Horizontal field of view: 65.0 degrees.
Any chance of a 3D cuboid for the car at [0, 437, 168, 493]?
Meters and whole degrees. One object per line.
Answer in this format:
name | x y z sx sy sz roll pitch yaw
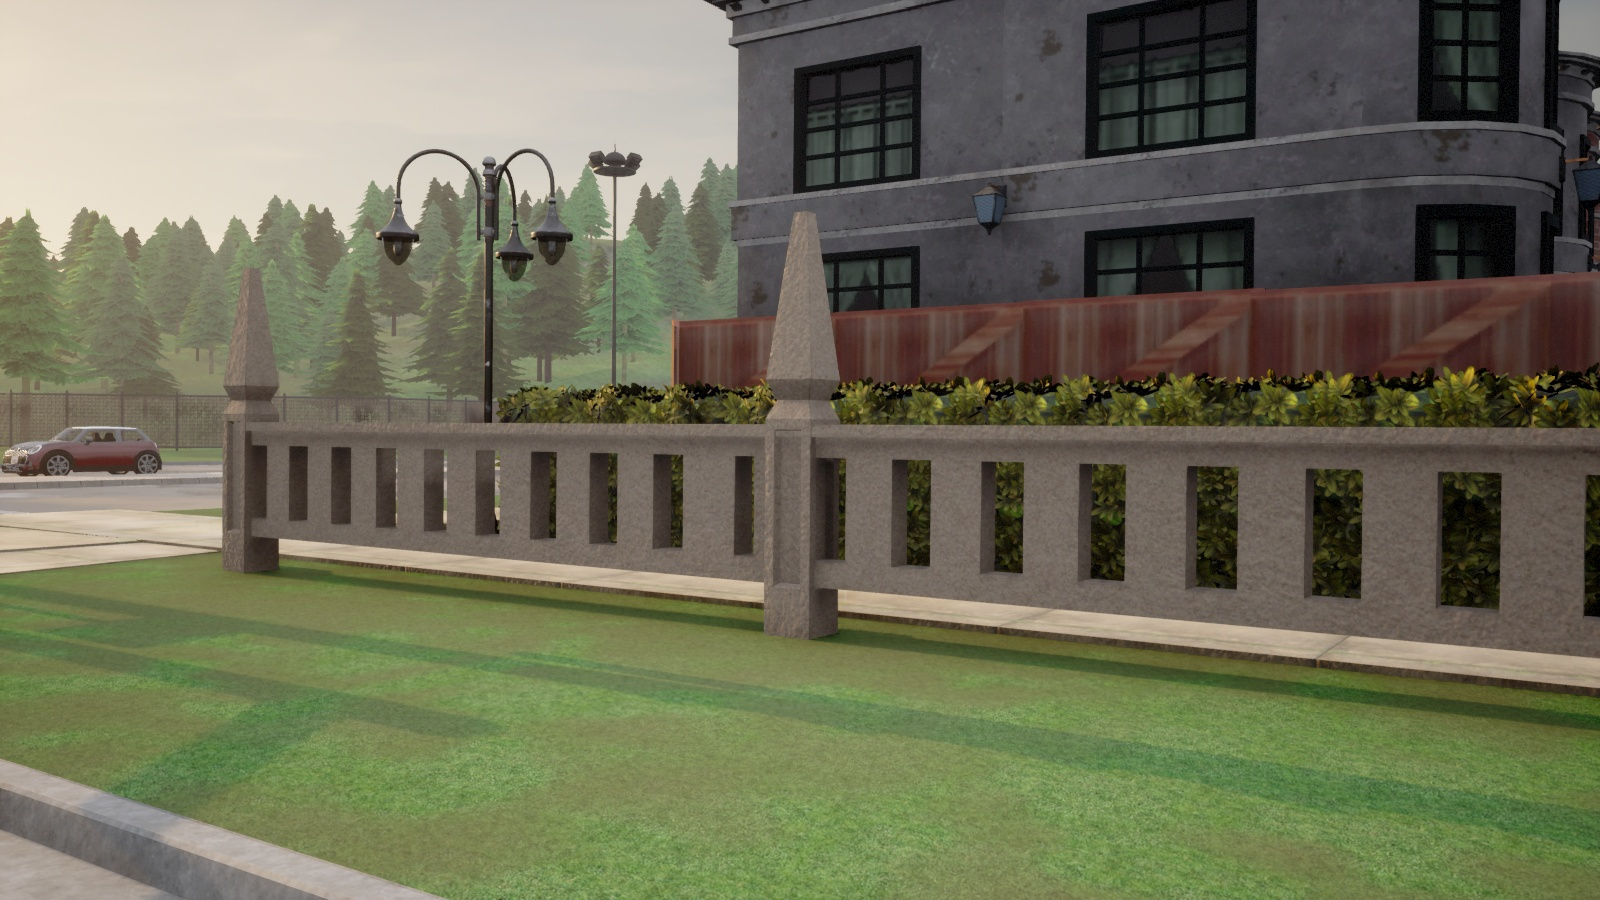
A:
car | -20.619 0.389 36.179 1.970 1.475 3.806 0 1 34
